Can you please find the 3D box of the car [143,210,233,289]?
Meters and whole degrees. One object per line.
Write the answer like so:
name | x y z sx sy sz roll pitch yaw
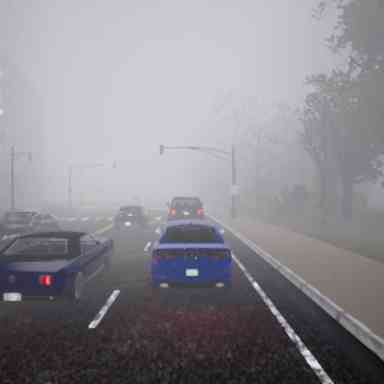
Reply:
car | -0.044 1.493 9.266 1.882 1.535 5.008 0 0 -1

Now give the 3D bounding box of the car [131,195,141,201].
car | -11.258 1.595 66.987 1.812 1.442 4.674 0 0 -8

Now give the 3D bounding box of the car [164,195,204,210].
car | -0.412 1.252 20.608 2.150 2.045 5.566 0 0 -2

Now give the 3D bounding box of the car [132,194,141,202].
car | -13.644 1.421 82.306 2.097 1.767 4.553 0 0 -9

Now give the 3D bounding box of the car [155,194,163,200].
car | -9.330 1.379 94.850 1.882 1.535 5.008 0 0 -11

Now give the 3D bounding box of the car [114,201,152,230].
car | -3.690 1.537 21.064 1.837 1.490 4.892 0 0 -2

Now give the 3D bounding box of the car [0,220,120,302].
car | -3.271 1.615 8.233 1.895 1.301 4.718 0 0 -1

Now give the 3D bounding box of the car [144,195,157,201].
car | -10.629 1.545 83.956 1.882 1.535 5.008 0 0 -10

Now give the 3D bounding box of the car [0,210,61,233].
car | -6.836 1.515 13.353 2.128 1.511 4.902 0 0 -2

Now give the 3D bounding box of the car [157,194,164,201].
car | -7.495 1.542 84.891 1.882 1.535 5.008 0 0 -10

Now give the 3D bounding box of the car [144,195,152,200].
car | -12.524 1.456 94.246 1.994 1.385 4.181 0 0 -11
